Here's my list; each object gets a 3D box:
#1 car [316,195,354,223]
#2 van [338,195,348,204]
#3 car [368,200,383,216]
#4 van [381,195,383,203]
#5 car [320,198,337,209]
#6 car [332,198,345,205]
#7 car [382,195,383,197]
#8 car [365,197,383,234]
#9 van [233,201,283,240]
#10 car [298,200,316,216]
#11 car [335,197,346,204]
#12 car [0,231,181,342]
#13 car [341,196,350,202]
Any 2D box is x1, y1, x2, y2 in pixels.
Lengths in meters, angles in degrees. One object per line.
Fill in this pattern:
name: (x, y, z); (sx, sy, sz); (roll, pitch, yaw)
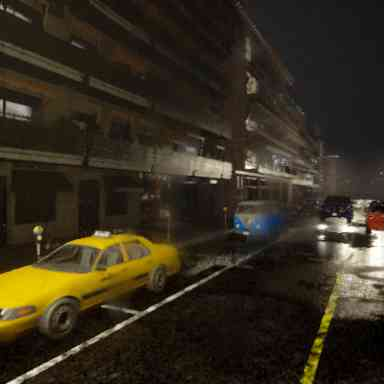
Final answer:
car: (11.515, 1.256, 26.306); (2.150, 2.045, 5.566); (0, 0, 28)
van: (32.570, 1.537, 71.824); (1.690, 1.788, 3.998); (0, 0, 28)
car: (19.624, 1.605, 35.042); (1.812, 1.442, 4.674); (0, 0, 28)
van: (45.262, 1.637, 77.884); (1.690, 1.788, 3.998); (0, 0, 28)
car: (19.242, 1.606, 46.655); (1.752, 1.417, 4.829); (0, 0, 28)
car: (27.271, 1.727, 61.815); (1.802, 1.307, 4.206); (0, 0, 28)
car: (42.613, 1.812, 72.880); (1.887, 1.381, 4.507); (0, 0, 28)
car: (11.024, 1.387, 18.808); (2.097, 1.767, 4.553); (0, 0, 28)
van: (3.423, 1.335, 16.784); (1.690, 1.788, 3.998); (0, 0, 28)
car: (11.372, 1.473, 31.794); (1.967, 1.590, 4.097); (0, 0, 28)
car: (29.920, 1.752, 66.818); (1.802, 1.307, 4.206); (0, 0, 28)
car: (-1.956, 1.503, 6.627); (1.752, 1.417, 4.829); (0, 0, 28)
car: (37.790, 1.777, 81.678); (1.752, 1.417, 4.829); (0, 0, 28)
